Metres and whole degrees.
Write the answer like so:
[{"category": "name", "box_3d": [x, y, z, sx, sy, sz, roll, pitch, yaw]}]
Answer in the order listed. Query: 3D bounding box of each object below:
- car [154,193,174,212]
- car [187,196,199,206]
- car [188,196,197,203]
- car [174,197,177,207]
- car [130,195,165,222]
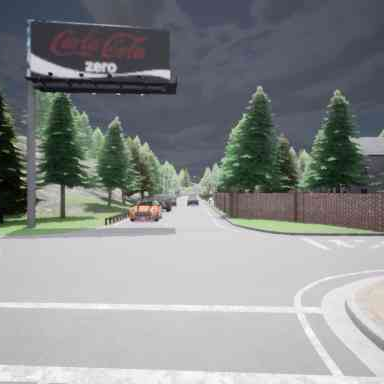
[{"category": "car", "box_3d": [-3.567, 1.214, 38.427, 2.150, 2.045, 5.566, 0, 1, 0]}, {"category": "car", "box_3d": [0.146, 1.601, 56.050, 1.895, 1.301, 4.718, 0, 0, -1]}, {"category": "car", "box_3d": [0.158, 1.505, 68.774, 1.837, 1.490, 4.892, 0, 0, 0]}, {"category": "car", "box_3d": [-3.537, 1.352, 52.439, 2.097, 1.767, 4.553, 0, 0, 0]}, {"category": "car", "box_3d": [-3.580, 1.352, 26.502, 2.097, 1.767, 4.553, 0, 0, 0]}]
